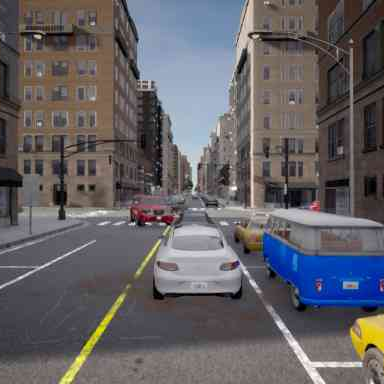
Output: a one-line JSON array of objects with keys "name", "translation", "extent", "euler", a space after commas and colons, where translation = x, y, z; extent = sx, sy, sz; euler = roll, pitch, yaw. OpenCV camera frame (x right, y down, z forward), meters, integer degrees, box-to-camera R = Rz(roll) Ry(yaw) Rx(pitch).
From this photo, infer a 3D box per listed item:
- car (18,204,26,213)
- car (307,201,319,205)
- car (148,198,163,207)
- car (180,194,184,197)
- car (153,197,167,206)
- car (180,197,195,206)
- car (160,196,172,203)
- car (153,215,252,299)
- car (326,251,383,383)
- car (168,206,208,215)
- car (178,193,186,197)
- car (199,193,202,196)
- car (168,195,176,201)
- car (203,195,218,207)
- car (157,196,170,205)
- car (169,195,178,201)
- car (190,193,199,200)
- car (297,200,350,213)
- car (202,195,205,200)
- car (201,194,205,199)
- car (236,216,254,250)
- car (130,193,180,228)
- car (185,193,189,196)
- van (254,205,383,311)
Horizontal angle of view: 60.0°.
[{"name": "car", "translation": [-18.717, 1.385, 32.383], "extent": [4.674, 1.442, 1.812], "euler": [0, -1, 0]}, {"name": "car", "translation": [15.592, 1.356, 35.566], "extent": [5.566, 2.045, 2.150], "euler": [0, -1, 0]}, {"name": "car", "translation": [-5.482, 1.588, 50.920], "extent": [1.802, 1.307, 4.206], "euler": [1, 0, 1]}, {"name": "car", "translation": [-2.702, 1.483, 52.247], "extent": [1.882, 1.535, 5.008], "euler": [0, 0, 1]}, {"name": "car", "translation": [-5.405, 1.571, 56.449], "extent": [1.947, 1.339, 4.313], "euler": [1, 0, 1]}, {"name": "car", "translation": [-2.407, 1.512, 32.239], "extent": [4.892, 1.490, 1.837], "euler": [0, 0, 0]}, {"name": "car", "translation": [-5.251, 1.549, 67.506], "extent": [1.887, 1.381, 4.507], "euler": [1, 0, 1]}, {"name": "car", "translation": [0.084, 1.527, 8.317], "extent": [1.812, 1.442, 4.674], "euler": [0, 0, -1]}, {"name": "car", "translation": [2.678, 1.526, 1.966], "extent": [1.752, 1.417, 4.829], "euler": [1, 0, 0]}, {"name": "car", "translation": [0.108, 1.566, 15.653], "extent": [1.994, 1.385, 4.181], "euler": [0, 0, 0]}, {"name": "car", "translation": [-2.543, 1.483, 61.907], "extent": [1.882, 1.535, 5.008], "euler": [0, 0, 1]}, {"name": "car", "translation": [3.579, 1.549, 89.517], "extent": [2.008, 1.369, 4.403], "euler": [1, 0, 1]}, {"name": "car", "translation": [-5.024, 1.527, 83.923], "extent": [1.752, 1.417, 4.829], "euler": [1, 0, 1]}, {"name": "car", "translation": [3.044, 1.571, 50.806], "extent": [1.947, 1.339, 4.313], "euler": [1, 0, 1]}, {"name": "car", "translation": [-5.328, 1.556, 61.977], "extent": [2.008, 1.369, 4.403], "euler": [1, 0, 1]}, {"name": "car", "translation": [-4.946, 1.566, 89.621], "extent": [1.947, 1.339, 4.313], "euler": [1, 0, 1]}, {"name": "car", "translation": [0.935, 1.523, 91.853], "extent": [1.812, 1.442, 4.674], "euler": [0, 0, 1]}, {"name": "car", "translation": [15.241, 1.712, 38.814], "extent": [5.357, 1.411, 2.033], "euler": [0, -1, 0]}, {"name": "car", "translation": [3.120, 1.549, 56.336], "extent": [1.887, 1.381, 4.507], "euler": [1, 0, 1]}, {"name": "car", "translation": [3.196, 1.555, 61.866], "extent": [2.008, 1.369, 4.403], "euler": [1, 0, 1]}, {"name": "car", "translation": [2.689, 1.528, 13.313], "extent": [1.752, 1.417, 4.829], "euler": [1, 0, 0]}, {"name": "car", "translation": [-2.879, 1.225, 23.056], "extent": [2.150, 2.045, 5.566], "euler": [2, 0, -19]}, {"name": "car", "translation": [-2.338, 1.359, 72.034], "extent": [2.097, 1.767, 4.553], "euler": [0, 0, 1]}, {"name": "van", "translation": [2.685, 1.342, 7.469], "extent": [1.690, 1.788, 3.998], "euler": [1, 0, 0]}]
